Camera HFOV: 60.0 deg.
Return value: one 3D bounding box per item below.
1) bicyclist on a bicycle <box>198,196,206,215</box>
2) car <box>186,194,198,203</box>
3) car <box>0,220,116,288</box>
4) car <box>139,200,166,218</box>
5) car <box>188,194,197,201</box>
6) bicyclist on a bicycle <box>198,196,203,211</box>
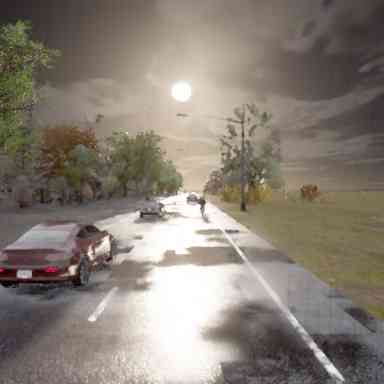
[{"bbox_3d":[0.978,1.267,29.408,0.659,1.776,1.843,0,0,0],"label":"bicyclist on a bicycle"},{"bbox_3d":[0.077,1.139,60.971,2.097,1.767,4.553,0,0,1],"label":"car"},{"bbox_3d":[-3.398,1.493,9.054,1.812,1.442,4.674,0,0,0],"label":"car"},{"bbox_3d":[-3.388,1.445,29.075,2.033,1.411,5.357,0,0,0],"label":"car"},{"bbox_3d":[0.034,1.277,75.793,2.033,1.411,5.357,0,0,0],"label":"car"},{"bbox_3d":[0.981,1.318,38.197,0.582,1.620,1.656,0,0,0],"label":"bicyclist on a bicycle"}]
